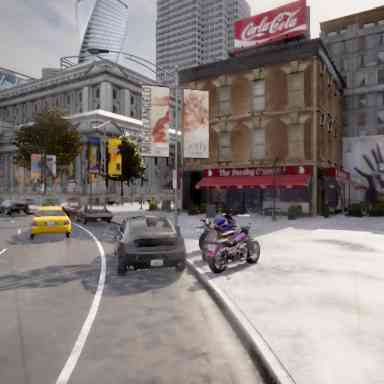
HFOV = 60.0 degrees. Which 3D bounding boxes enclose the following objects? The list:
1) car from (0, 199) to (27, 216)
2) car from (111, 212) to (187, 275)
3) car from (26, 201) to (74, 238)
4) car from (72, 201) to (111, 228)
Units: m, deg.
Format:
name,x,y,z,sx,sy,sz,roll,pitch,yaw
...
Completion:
name,x,y,z,sx,sy,sz,roll,pitch,yaw
car,-17.377,1.489,32.338,1.837,1.490,4.892,1,-1,-43
car,-1.487,1.504,10.572,1.837,1.490,4.892,0,0,-15
car,-7.558,1.450,17.715,1.801,1.575,5.366,0,0,-24
car,-7.348,1.590,24.614,1.895,1.301,4.718,0,0,-28
